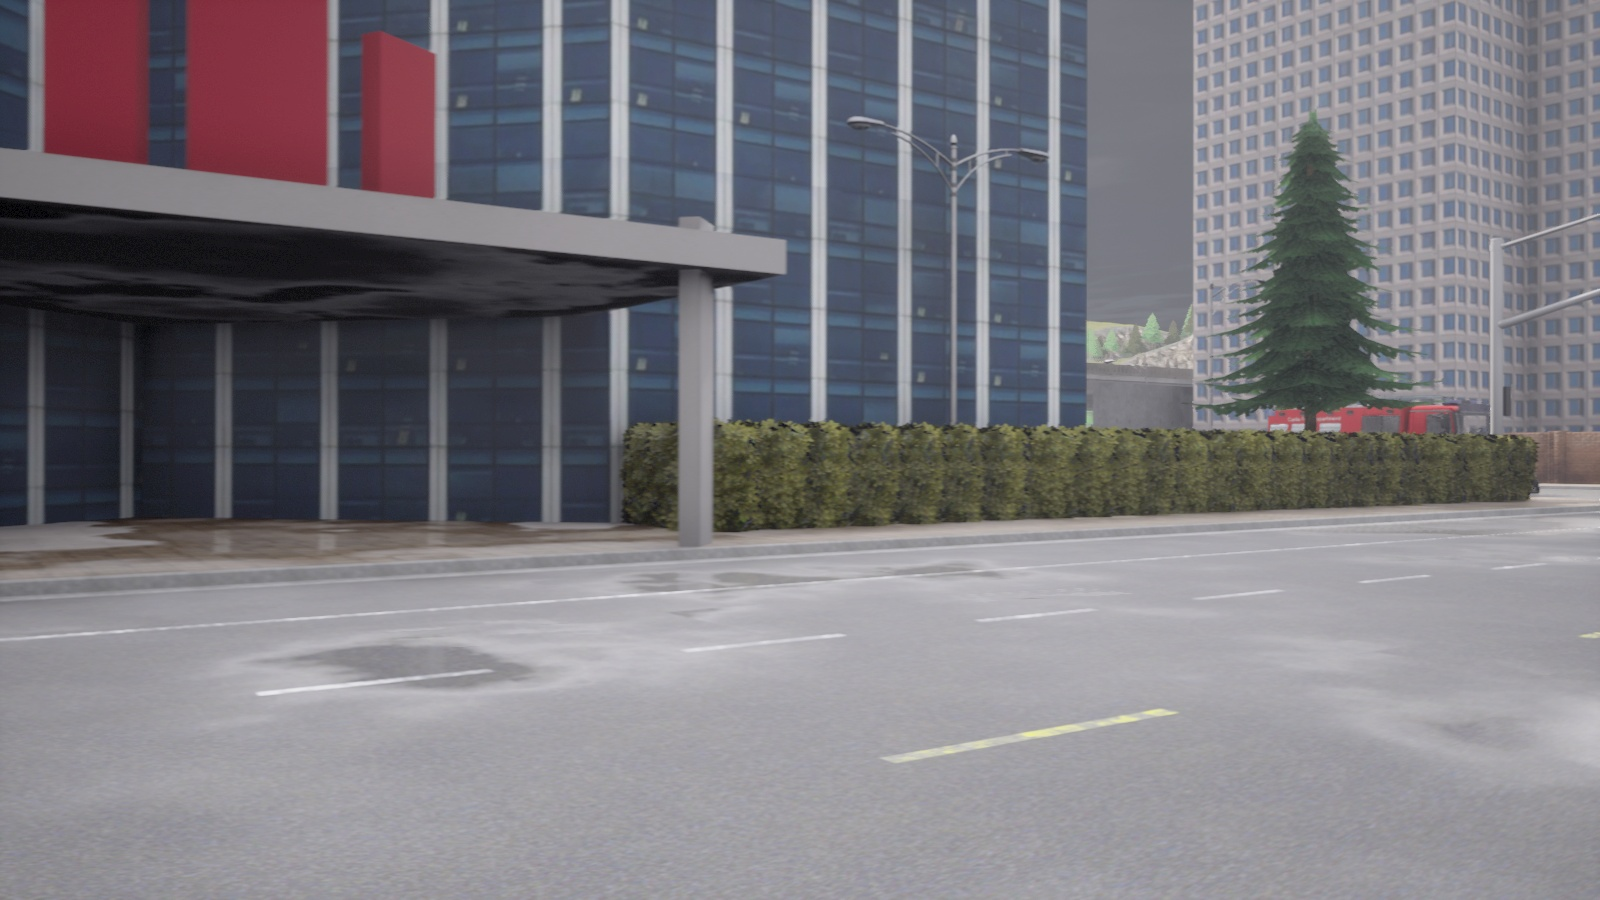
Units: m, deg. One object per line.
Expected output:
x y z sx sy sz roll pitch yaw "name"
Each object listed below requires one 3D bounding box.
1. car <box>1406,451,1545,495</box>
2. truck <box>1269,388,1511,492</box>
23.520 0.768 43.824 1.970 1.475 3.806 0 0 -34 "car"
23.353 -0.346 50.253 2.891 3.827 8.468 0 0 -34 "truck"
